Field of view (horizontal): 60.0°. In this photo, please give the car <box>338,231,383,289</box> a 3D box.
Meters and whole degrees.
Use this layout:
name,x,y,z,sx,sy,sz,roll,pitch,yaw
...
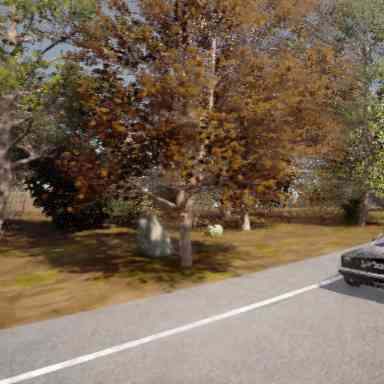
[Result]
name,x,y,z,sx,sy,sz,roll,pitch,yaw
car,5.546,1.601,8.250,4.718,1.301,1.895,0,0,-40
